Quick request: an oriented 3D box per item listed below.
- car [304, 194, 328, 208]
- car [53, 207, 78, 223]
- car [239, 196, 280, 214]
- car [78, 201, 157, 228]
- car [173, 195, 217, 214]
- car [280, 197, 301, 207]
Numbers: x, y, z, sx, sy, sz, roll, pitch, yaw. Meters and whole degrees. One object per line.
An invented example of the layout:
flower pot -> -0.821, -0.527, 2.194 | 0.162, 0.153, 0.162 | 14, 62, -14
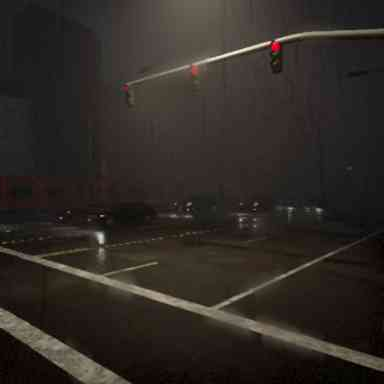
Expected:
car -> 17.718, 1.456, 46.823 | 1.812, 1.442, 4.674 | 1, 0, 39
car -> -6.773, 1.300, 22.448 | 1.895, 1.301, 4.718 | 1, 1, 39
car -> 6.622, 1.176, 33.344 | 2.097, 1.767, 4.553 | 1, 0, 39
car -> -4.168, 1.278, 20.131 | 1.812, 1.442, 4.674 | 1, 1, 40
car -> 0.330, 1.094, 31.165 | 2.097, 1.767, 4.553 | 1, 0, 39
car -> 14.212, 1.395, 48.082 | 1.812, 1.442, 4.674 | 1, 0, 40
